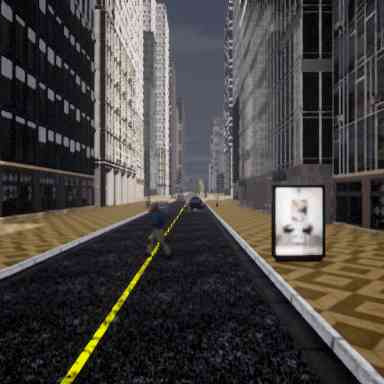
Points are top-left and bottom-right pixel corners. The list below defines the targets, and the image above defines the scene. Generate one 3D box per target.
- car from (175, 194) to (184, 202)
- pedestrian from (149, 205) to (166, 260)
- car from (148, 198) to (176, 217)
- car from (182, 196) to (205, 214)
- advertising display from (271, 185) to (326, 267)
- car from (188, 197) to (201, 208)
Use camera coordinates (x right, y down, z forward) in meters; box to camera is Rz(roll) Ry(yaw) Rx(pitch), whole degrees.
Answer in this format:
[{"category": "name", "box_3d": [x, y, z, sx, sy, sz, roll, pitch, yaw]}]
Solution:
[{"category": "car", "box_3d": [-2.511, 1.285, 71.120, 2.097, 1.767, 4.553, 0, 0, 0]}, {"category": "pedestrian", "box_3d": [-1.144, 1.284, 10.957, 0.375, 1.860, 0.375, 0, 0, -5]}, {"category": "car", "box_3d": [-2.886, 1.521, 31.144, 2.033, 1.411, 5.357, 0, 0, 0]}, {"category": "car", "box_3d": [0.334, 1.460, 34.454, 2.128, 1.511, 4.902, 0, 0, 0]}, {"category": "advertising display", "box_3d": [3.198, 1.017, 10.038, 1.540, 2.440, 0.280, 0, 0, 0]}, {"category": "car", "box_3d": [0.431, 1.460, 49.061, 1.837, 1.490, 4.892, 0, 0, 0]}]
